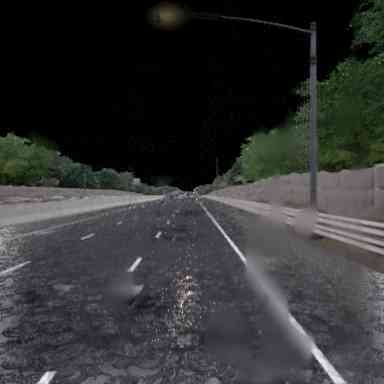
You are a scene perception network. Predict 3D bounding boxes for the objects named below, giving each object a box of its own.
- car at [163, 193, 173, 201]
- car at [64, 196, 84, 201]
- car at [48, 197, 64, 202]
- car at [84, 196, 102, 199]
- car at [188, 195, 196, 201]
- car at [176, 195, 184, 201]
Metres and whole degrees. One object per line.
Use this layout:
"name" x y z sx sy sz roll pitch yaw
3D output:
"car" -7.030 1.772 93.840 2.033 1.411 5.357 0 0 0
"car" -21.025 1.518 60.840 1.882 1.535 5.008 0 0 0
"car" -24.521 1.633 60.747 1.895 1.301 4.718 0 0 0
"car" -17.527 1.532 60.895 1.837 1.490 4.892 0 0 0
"car" -0.030 1.598 95.063 2.097 1.767 4.553 0 0 0
"car" -3.530 1.764 94.674 2.128 1.511 4.902 0 0 0
